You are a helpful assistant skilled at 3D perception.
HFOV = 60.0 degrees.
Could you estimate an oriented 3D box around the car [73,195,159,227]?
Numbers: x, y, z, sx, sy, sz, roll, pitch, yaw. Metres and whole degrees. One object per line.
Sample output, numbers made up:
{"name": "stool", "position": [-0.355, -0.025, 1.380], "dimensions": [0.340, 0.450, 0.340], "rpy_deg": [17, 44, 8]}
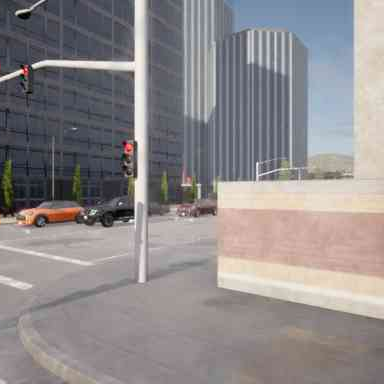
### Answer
{"name": "car", "position": [-5.203, 1.277, 23.562], "dimensions": [2.150, 2.045, 5.566], "rpy_deg": [0, 0, 36]}

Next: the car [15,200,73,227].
{"name": "car", "position": [-9.758, 1.407, 23.216], "dimensions": [2.097, 1.767, 4.553], "rpy_deg": [0, 0, 36]}

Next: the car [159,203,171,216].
{"name": "car", "position": [-4.231, 1.603, 30.910], "dimensions": [2.033, 1.411, 5.357], "rpy_deg": [0, 0, 36]}

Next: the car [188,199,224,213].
{"name": "car", "position": [1.696, 1.560, 39.139], "dimensions": [1.837, 1.490, 4.892], "rpy_deg": [0, 0, 36]}

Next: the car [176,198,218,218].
{"name": "car", "position": [0.528, 1.407, 31.530], "dimensions": [2.097, 1.767, 4.553], "rpy_deg": [0, 0, 36]}
